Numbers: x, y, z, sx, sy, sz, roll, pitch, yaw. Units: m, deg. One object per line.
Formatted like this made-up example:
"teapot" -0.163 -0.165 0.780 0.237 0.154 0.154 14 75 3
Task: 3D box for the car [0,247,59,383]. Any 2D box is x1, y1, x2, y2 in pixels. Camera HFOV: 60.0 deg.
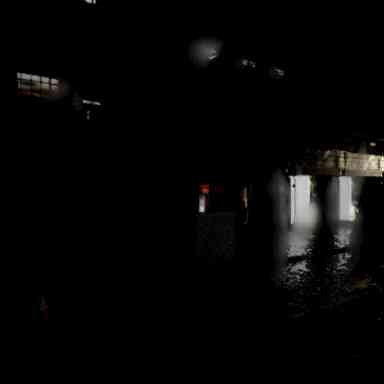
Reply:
"car" -3.706 1.442 3.469 4.097 1.590 1.967 0 -1 -35
